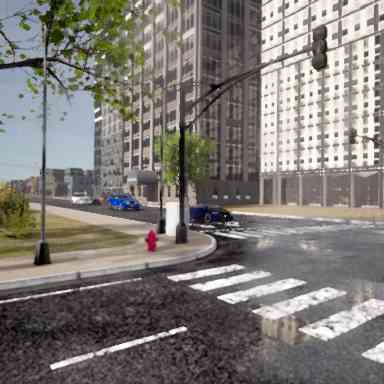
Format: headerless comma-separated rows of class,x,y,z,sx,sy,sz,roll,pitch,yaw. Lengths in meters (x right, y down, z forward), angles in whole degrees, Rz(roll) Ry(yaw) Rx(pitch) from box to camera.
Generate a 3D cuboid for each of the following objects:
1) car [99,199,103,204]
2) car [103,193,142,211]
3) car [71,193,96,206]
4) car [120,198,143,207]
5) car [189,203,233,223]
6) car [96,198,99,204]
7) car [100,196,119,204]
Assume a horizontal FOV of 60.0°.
car,-12.286,1.484,51.354,1.812,1.442,4.674,1,0,-33
car,-8.094,1.149,39.052,2.150,2.045,5.566,1,0,-34
car,-17.939,1.178,53.911,2.150,2.045,5.566,1,0,-34
car,-9.793,1.606,53.423,1.895,1.301,4.718,1,0,-34
car,1.227,1.515,25.134,1.994,1.385,4.181,1,0,-34
car,-18.045,1.506,59.897,1.994,1.385,4.181,1,0,-34
car,-15.345,1.515,61.707,1.812,1.442,4.674,1,0,-34
